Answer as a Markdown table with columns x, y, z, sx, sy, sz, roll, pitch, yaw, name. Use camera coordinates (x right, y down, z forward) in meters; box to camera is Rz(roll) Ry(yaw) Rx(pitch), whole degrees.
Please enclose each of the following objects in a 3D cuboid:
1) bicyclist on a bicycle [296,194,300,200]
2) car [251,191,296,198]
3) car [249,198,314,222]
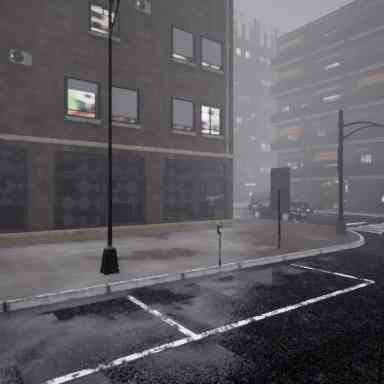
| x | y | z | sx | sy | sz | roll | pitch | yaw | name |
| --- | --- | --- | --- | --- | --- | --- | --- | --- | --- |
| 11.485 | 1.009 | 36.175 | 1.656 | 1.620 | 0.582 | 0 | 1 | -36 | bicyclist on a bicycle |
| 7.135 | 0.986 | 27.301 | 2.150 | 2.045 | 5.566 | 0 | 1 | -36 | car |
| 6.227 | 1.341 | 24.159 | 2.008 | 1.369 | 4.403 | 1 | 0 | -36 | car |
